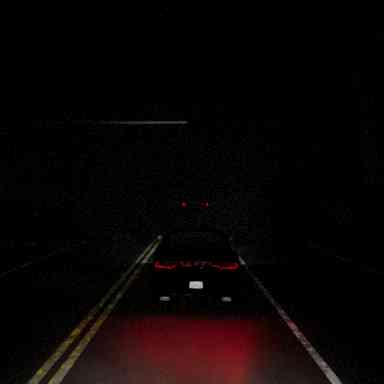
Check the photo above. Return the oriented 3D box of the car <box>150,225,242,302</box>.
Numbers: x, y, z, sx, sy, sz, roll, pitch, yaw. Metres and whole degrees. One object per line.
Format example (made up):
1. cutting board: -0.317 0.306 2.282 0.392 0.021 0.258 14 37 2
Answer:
1. car: 0.081 1.594 8.598 1.882 1.535 5.008 1 -1 0
